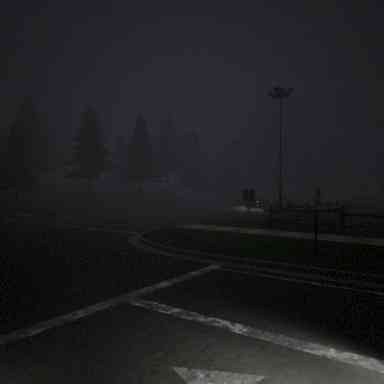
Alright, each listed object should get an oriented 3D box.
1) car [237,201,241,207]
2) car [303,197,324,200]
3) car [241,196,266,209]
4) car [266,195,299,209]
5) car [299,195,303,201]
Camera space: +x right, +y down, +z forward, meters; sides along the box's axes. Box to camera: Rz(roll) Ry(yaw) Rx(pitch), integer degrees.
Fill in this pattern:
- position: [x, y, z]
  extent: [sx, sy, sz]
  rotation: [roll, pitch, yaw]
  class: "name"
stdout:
- position: [8.959, 1.548, 51.760]
  extent: [2.033, 1.411, 5.357]
  rotation: [0, 0, 35]
  class: "car"
- position: [21.218, 1.194, 56.888]
  extent: [2.033, 1.411, 5.357]
  rotation: [0, 0, 35]
  class: "car"
- position: [9.087, 1.352, 45.871]
  extent: [2.097, 1.767, 4.553]
  rotation: [0, 0, 35]
  class: "car"
- position: [11.938, 1.352, 43.841]
  extent: [2.097, 1.767, 4.553]
  rotation: [0, 0, 35]
  class: "car"
- position: [18.355, 1.132, 58.900]
  extent: [1.882, 1.535, 5.008]
  rotation: [0, 0, 35]
  class: "car"
